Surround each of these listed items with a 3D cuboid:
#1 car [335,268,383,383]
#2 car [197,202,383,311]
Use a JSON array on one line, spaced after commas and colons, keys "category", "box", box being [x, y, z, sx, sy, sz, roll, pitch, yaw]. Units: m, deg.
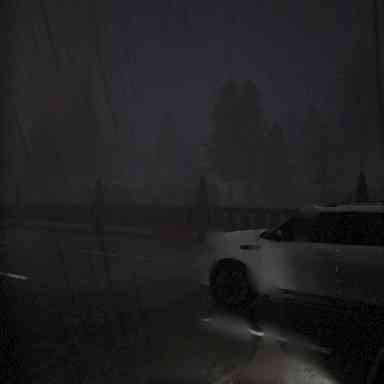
[{"category": "car", "box": [3.072, 1.553, 1.625, 4.181, 1.385, 1.994, 0, 0, 36]}, {"category": "car", "box": [2.778, 1.202, 6.119, 5.566, 2.045, 2.150, 0, 0, 34]}]
